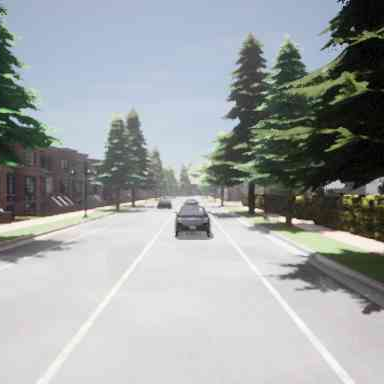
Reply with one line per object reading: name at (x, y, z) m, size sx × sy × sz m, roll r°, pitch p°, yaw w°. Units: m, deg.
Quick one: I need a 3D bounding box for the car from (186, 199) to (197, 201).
car at (-0.064, 1.528, 38.020) m, size 1.812 × 1.442 × 4.674 m, roll 0°, pitch 0°, yaw 0°

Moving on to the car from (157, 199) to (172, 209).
car at (-3.686, 1.606, 45.687) m, size 1.895 × 1.301 × 4.718 m, roll 0°, pitch 0°, yaw 0°

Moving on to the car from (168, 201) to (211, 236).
car at (0.024, 1.493, 18.317) m, size 2.128 × 1.511 × 4.902 m, roll 0°, pitch 0°, yaw 0°
